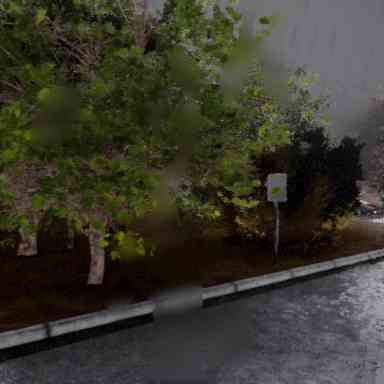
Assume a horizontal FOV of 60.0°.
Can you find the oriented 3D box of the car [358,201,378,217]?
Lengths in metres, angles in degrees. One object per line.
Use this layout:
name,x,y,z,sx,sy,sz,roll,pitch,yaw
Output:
car,14.258,1.459,30.432,1.837,1.490,4.892,1,0,-35
